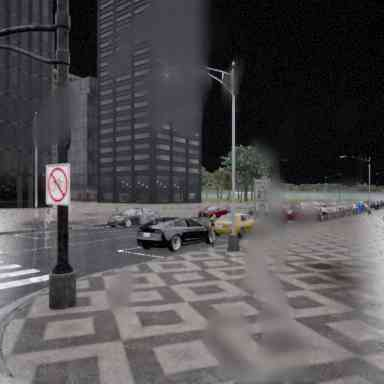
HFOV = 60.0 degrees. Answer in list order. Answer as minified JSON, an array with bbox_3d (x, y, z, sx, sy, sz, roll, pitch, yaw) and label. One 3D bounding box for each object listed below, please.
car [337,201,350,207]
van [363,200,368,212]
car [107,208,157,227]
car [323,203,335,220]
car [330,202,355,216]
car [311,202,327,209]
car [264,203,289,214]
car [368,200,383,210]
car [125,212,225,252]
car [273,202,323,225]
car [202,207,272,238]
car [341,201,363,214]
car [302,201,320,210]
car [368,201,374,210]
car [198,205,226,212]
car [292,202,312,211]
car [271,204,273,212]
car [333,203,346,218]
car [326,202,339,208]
[{"bbox_3d":[38.345,3.035,84.183,2.008,1.369,4.403,-1,-1,35],"label":"car"},{"bbox_3d":[25.619,2.288,51.666,1.690,1.788,3.998,-1,-2,35],"label":"van"},{"bbox_3d":[-4.255,1.840,24.453,2.008,1.369,4.403,-1,-1,35],"label":"car"},{"bbox_3d":[12.511,2.113,33.282,1.887,1.381,4.507,-1,-2,35],"label":"car"},{"bbox_3d":[19.065,2.303,42.472,1.887,1.381,4.507,-1,-2,35],"label":"car"},{"bbox_3d":[25.236,2.671,65.805,1.887,1.381,4.507,-1,-2,35],"label":"car"},{"bbox_3d":[12.127,2.303,47.426,2.008,1.369,4.403,-1,-2,35],"label":"car"},{"bbox_3d":[35.451,2.537,65.452,2.192,1.841,5.009,-1,-2,35],"label":"car"},{"bbox_3d":[-0.596,1.774,14.903,1.947,1.339,4.313,-1,-2,35],"label":"car"},{"bbox_3d":[9.233,1.790,28.693,2.192,1.841,5.009,-1,-2,35],"label":"car"},{"bbox_3d":[2.779,1.823,19.636,1.752,1.417,4.829,-1,-2,35],"label":"car"},{"bbox_3d":[22.342,2.293,47.069,1.967,1.590,4.097,-1,-2,35],"label":"car"},{"bbox_3d":[21.959,2.474,61.213,1.967,1.590,4.097,-1,-2,35],"label":"car"},{"bbox_3d":[28.897,2.590,56.256,2.008,1.369,4.403,-1,-2,35],"label":"car"},{"bbox_3d":[2.298,2.014,33.643,1.887,1.381,4.507,-1,-2,35],"label":"car"},{"bbox_3d":[18.682,2.492,56.616,2.008,1.369,4.403,-1,-2,35],"label":"car"},{"bbox_3d":[8.851,2.208,42.832,2.008,1.369,4.403,-1,-2,35],"label":"car"},{"bbox_3d":[15.792,2.245,37.881,1.802,1.307,4.206,-1,-2,36],"label":"car"},{"bbox_3d":[31.791,2.889,74.994,1.802,1.307,4.206,-1,-2,35],"label":"car"}]
